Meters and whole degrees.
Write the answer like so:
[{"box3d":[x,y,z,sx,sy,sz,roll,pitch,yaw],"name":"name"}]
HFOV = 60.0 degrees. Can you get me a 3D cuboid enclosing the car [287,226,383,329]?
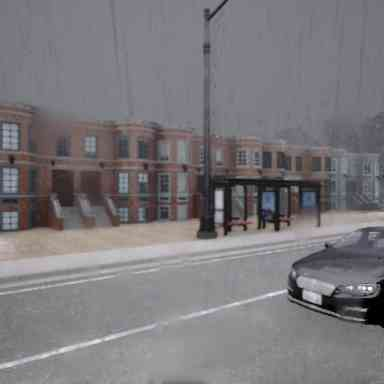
[{"box3d":[4.088,1.488,6.846,4.902,1.511,2.128,0,0,-32],"name":"car"}]
